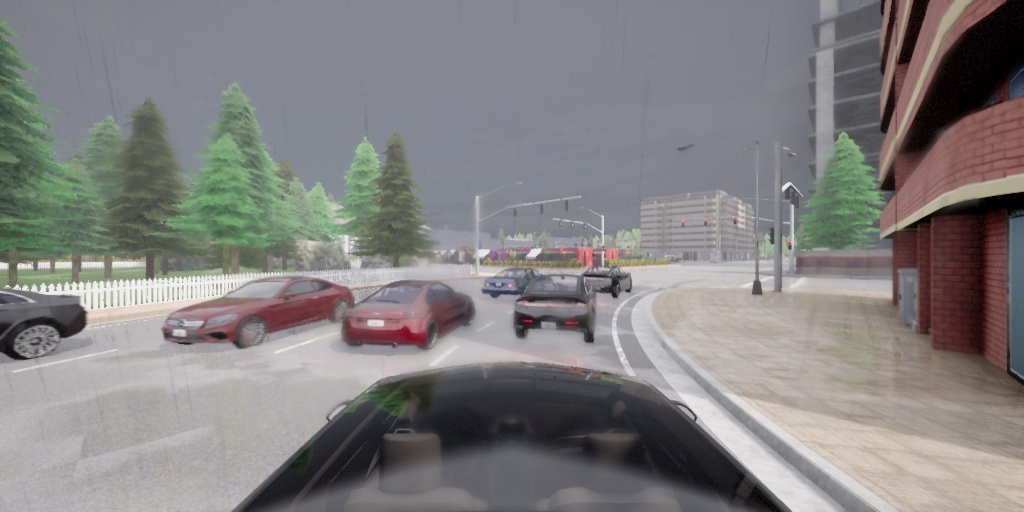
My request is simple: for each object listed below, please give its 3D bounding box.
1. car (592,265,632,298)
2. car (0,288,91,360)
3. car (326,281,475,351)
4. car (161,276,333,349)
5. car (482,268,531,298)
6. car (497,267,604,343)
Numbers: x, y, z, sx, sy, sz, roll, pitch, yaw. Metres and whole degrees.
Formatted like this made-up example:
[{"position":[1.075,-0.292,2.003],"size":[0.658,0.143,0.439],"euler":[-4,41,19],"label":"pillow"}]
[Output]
[{"position":[4.856,1.227,18.364],"size":[2.128,1.511,4.902],"euler":[1,1,29],"label":"car"},{"position":[-10.167,1.240,5.607],"size":[2.128,1.511,4.902],"euler":[0,0,6],"label":"car"},{"position":[-2.356,1.310,9.140],"size":[1.994,1.385,4.181],"euler":[0,0,10],"label":"car"},{"position":[-6.119,1.272,9.409],"size":[1.812,1.442,4.674],"euler":[0,0,12],"label":"car"},{"position":[0.483,1.289,17.855],"size":[2.033,1.411,5.357],"euler":[0,0,25],"label":"car"},{"position":[1.355,1.237,9.807],"size":[2.128,1.511,4.902],"euler":[0,0,14],"label":"car"}]
